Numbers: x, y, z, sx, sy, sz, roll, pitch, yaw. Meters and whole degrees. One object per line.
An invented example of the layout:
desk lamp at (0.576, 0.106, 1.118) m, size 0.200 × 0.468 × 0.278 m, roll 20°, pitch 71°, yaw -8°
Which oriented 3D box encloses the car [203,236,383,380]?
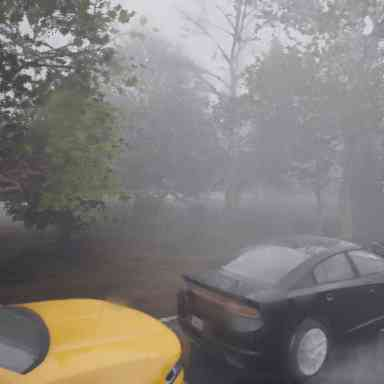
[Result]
car at (2.140, 1.491, 5.572) m, size 5.008 × 1.535 × 2.097 m, roll 0°, pitch 1°, yaw -33°

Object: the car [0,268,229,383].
car at (-2.383, 1.478, 2.337) m, size 5.008 × 1.535 × 2.097 m, roll 0°, pitch 1°, yaw -33°
